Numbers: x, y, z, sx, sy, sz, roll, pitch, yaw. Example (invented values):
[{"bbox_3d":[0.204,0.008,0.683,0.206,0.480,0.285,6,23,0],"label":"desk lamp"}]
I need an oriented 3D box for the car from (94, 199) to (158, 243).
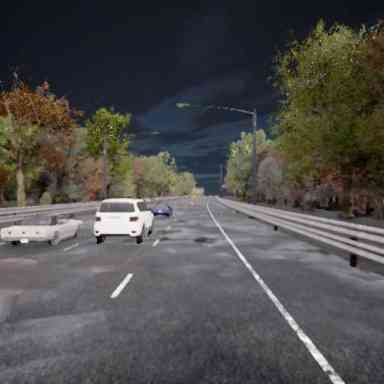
[{"bbox_3d":[-3.305,1.356,17.030,2.150,2.045,5.566,0,0,1],"label":"car"}]

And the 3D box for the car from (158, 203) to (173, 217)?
[{"bbox_3d":[-3.048,1.822,34.120,1.994,1.385,4.181,0,0,1],"label":"car"}]

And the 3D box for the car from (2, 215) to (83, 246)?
[{"bbox_3d":[-6.810,1.725,15.816,1.895,1.301,4.718,0,0,1],"label":"car"}]

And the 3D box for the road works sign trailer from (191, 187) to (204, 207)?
[{"bbox_3d":[1.090,0.895,60.904,2.380,3.560,2.880,0,0,3],"label":"road works sign trailer"}]

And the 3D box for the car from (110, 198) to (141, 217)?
[{"bbox_3d":[-6.528,1.563,33.402,2.097,1.767,4.553,1,-3,1],"label":"car"}]
